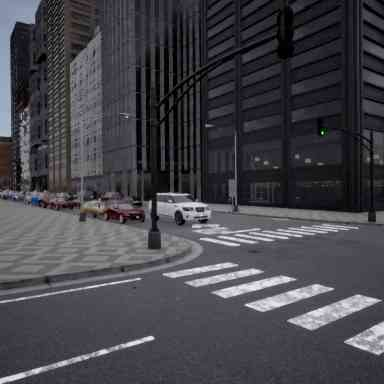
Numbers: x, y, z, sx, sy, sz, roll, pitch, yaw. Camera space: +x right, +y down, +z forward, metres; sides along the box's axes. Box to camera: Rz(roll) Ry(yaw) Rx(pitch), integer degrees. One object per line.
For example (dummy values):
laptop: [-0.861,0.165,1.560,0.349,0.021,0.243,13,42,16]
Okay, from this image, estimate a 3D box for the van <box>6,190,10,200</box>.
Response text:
van: [-34.661,0.746,65.026,1.690,1.788,3.998,0,1,-36]

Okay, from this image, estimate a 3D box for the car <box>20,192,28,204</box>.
car: [-24.757,1.125,51.367,2.008,1.369,4.403,0,1,-36]

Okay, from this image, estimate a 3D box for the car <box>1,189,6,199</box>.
car: [-37.963,0.663,69.579,2.192,1.841,5.009,0,1,-36]

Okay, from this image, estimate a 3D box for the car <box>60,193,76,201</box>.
car: [-24.456,0.948,65.476,1.802,1.307,4.206,0,1,-36]

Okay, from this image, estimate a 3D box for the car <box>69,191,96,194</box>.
car: [-15.678,0.799,48.877,2.150,2.045,5.566,-1,1,-38]

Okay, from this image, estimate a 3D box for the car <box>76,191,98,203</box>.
car: [-17.852,0.793,56.367,2.192,1.841,5.009,0,1,-36]

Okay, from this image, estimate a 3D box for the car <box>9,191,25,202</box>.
car: [-31.360,0.902,60.474,1.967,1.590,4.097,0,1,-36]

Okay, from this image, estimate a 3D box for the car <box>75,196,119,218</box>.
car: [-8.148,1.352,28.461,1.752,1.417,4.829,0,1,-36]

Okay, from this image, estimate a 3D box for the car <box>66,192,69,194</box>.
car: [-21.858,0.829,57.331,2.097,1.767,4.553,-1,1,-36]

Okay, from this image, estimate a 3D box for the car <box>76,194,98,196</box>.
car: [-12.935,1.258,39.778,1.994,1.385,4.181,-1,1,-35]

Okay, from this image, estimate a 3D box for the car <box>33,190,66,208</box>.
car: [-18.152,0.995,42.258,2.192,1.841,5.009,0,1,-36]

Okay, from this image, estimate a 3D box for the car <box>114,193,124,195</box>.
car: [-7.948,1.199,42.709,1.947,1.339,4.313,0,1,-36]

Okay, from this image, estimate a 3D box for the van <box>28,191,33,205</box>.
van: [-21.454,0.969,46.812,1.690,1.788,3.998,0,1,-36]

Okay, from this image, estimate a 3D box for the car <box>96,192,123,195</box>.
car: [-11.249,0.898,47.260,2.192,1.841,5.009,0,1,-36]

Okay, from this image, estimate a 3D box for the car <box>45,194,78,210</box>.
car: [-14.851,1.275,37.706,1.887,1.381,4.507,0,1,-36]

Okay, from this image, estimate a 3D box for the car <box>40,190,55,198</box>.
car: [-34.360,0.508,79.133,2.192,1.841,5.009,0,1,-36]

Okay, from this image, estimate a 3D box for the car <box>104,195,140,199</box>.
car: [-7.046,1.327,31.630,2.033,1.411,5.357,-1,1,-35]

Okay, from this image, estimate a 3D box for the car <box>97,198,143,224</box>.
car: [-4.946,1.416,24.045,1.887,1.381,4.507,0,1,-36]

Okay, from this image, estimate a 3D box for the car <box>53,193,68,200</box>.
car: [-27.758,0.853,70.029,1.887,1.381,4.507,0,1,-36]

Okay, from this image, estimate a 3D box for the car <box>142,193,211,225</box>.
car: [-1.036,1.085,23.331,2.150,2.045,5.566,-1,1,-36]
